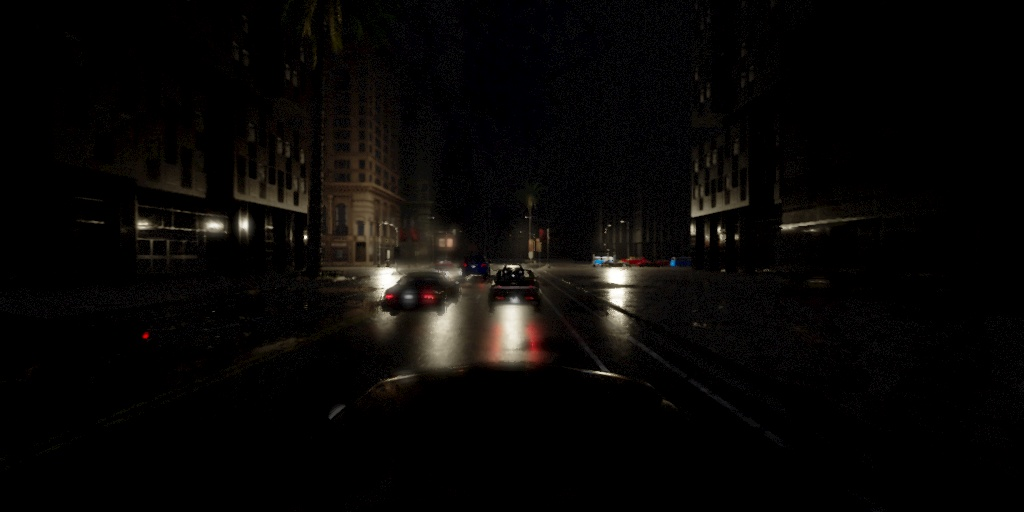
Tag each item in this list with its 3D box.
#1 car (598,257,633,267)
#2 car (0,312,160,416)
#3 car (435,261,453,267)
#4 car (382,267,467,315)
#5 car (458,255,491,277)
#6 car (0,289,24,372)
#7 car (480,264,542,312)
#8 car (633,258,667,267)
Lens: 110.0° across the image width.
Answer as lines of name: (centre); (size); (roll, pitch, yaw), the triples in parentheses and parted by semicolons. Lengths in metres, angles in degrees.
car: (17.072, 1.306, 59.386); (4.403, 1.370, 2.007); (0, 0, 0)
car: (-6.602, 1.297, 3.336); (2.033, 1.411, 5.357); (0, 0, 0)
car: (-9.753, 1.357, 51.634); (1.895, 1.301, 4.718); (0, 0, 0)
car: (-3.151, 1.298, 13.445); (2.033, 1.411, 5.357); (0, 0, 0)
car: (-3.150, 0.974, 32.289); (2.150, 2.045, 5.566); (0, 0, 0)
car: (-9.853, 1.297, 3.806); (2.033, 1.411, 5.357); (0, 0, 0)
car: (0.101, 1.240, 14.065); (2.128, 1.511, 4.902); (0, 0, 0)
car: (22.750, 1.334, 59.388); (4.207, 1.307, 1.802); (0, 0, 0)
